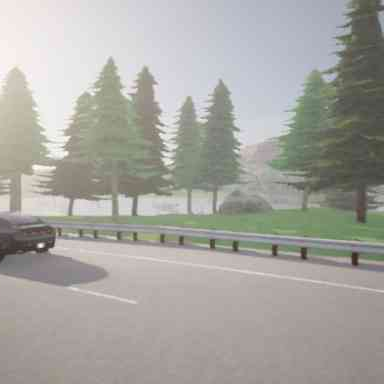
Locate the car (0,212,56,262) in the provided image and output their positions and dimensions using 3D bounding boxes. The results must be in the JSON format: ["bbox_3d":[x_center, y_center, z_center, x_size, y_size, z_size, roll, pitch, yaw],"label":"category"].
[{"bbox_3d":[-7.007,1.471,11.788,4.892,1.490,1.837,0,0,27],"label":"car"}]
